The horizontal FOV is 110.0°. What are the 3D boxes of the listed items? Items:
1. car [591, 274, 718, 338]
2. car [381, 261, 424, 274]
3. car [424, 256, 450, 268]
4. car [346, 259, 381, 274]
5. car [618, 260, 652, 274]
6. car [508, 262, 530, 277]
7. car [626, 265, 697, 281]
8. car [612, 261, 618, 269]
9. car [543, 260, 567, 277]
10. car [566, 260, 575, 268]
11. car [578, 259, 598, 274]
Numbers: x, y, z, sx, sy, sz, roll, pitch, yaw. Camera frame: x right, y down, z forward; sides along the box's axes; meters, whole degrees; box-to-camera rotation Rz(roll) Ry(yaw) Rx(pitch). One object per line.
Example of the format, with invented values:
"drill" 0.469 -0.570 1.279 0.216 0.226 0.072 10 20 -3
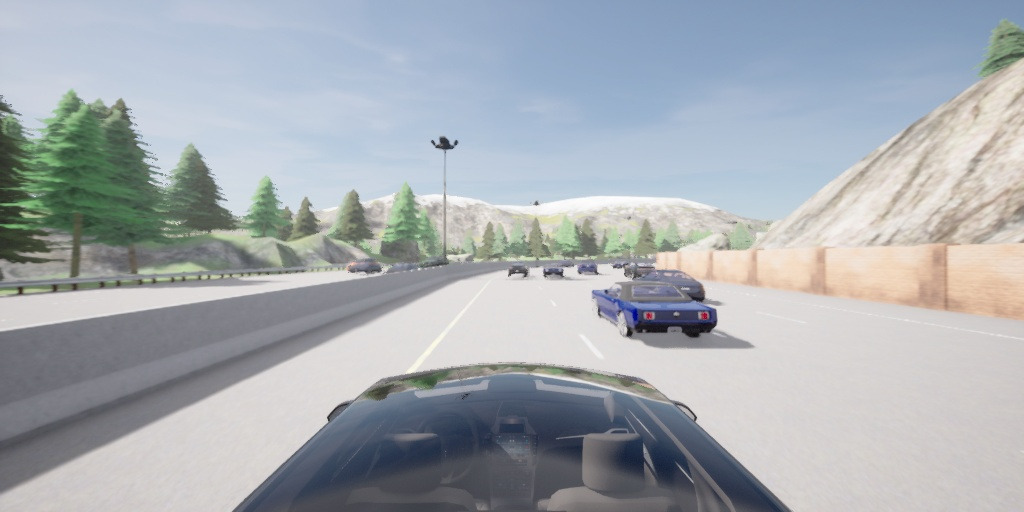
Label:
"car" 3.602 1.351 10.143 1.895 1.301 4.718 0 0 0
"car" -10.129 1.314 33.634 1.994 1.385 4.181 0 0 5
"car" -10.722 0.965 50.506 2.150 2.045 5.566 0 0 16
"car" -16.398 1.314 40.340 1.994 1.385 4.181 0 0 8
"car" 10.903 1.242 30.703 2.128 1.511 4.902 0 0 5
"car" 0.765 1.276 36.212 1.812 1.442 4.674 0 0 8
"car" 7.100 1.314 16.652 1.994 1.385 4.181 0 0 0
"car" 17.353 1.353 56.314 1.895 1.301 4.718 0 0 33
"car" 4.003 1.351 34.878 1.895 1.301 4.718 0 0 6
"car" 9.262 1.315 61.172 1.994 1.385 4.181 0 0 27
"car" 8.605 1.105 40.584 2.097 1.767 4.553 0 0 12
